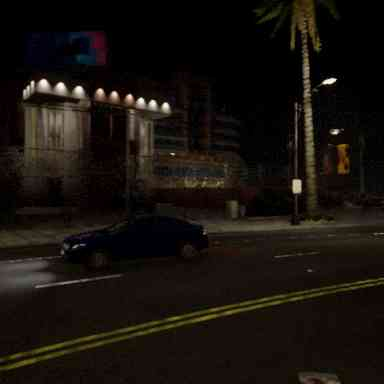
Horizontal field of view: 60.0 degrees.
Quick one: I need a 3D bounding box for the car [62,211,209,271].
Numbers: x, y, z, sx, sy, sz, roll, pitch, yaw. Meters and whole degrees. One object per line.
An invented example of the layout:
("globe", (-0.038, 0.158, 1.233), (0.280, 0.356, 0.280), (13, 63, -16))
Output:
("car", (-1.666, 1.474, 10.701), (4.674, 1.442, 1.812), (0, 0, -28))
